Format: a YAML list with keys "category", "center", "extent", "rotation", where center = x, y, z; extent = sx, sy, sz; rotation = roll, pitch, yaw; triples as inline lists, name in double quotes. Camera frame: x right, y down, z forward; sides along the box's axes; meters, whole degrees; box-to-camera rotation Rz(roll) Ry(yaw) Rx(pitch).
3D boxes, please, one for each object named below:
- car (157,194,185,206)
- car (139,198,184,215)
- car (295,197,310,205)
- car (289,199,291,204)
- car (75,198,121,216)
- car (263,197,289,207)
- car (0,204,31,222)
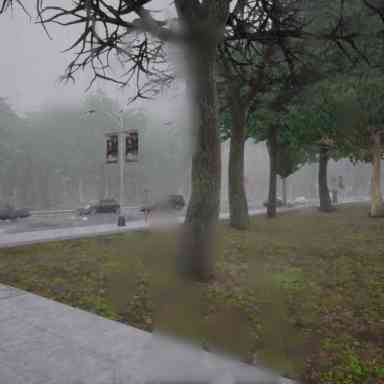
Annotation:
- category: "car"
  center: [-3.110, 1.270, 41.363]
  extent: [2.150, 2.045, 5.566]
  rotation: [0, 0, 35]
- category: "car"
  center: [-3.333, 1.645, 35.116]
  extent: [1.895, 1.301, 4.718]
  rotation: [0, 0, 36]
- category: "car"
  center: [21.178, 1.644, 63.858]
  extent: [1.812, 1.442, 4.674]
  rotation: [0, 0, 37]
- category: "car"
  center: [17.865, 1.638, 64.822]
  extent: [1.812, 1.442, 4.674]
  rotation: [0, -1, 35]
- category: "car"
  center: [-9.222, 1.383, 32.800]
  extent: [2.097, 1.767, 4.553]
  rotation: [0, 0, 35]
- category: "car"
  center: [12.990, 1.638, 52.407]
  extent: [2.033, 1.411, 5.357]
  rotation: [0, 0, 36]
- category: "car"
  center: [-14.963, 1.563, 24.763]
  extent: [2.033, 1.411, 5.357]
  rotation: [0, 0, 35]
